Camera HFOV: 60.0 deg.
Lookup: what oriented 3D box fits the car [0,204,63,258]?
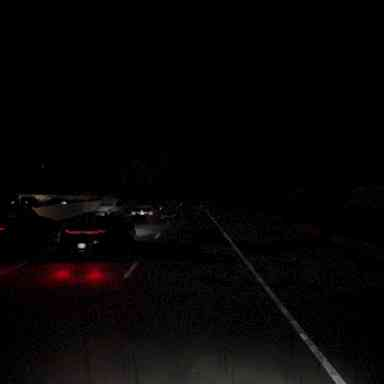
[{"bbox_3d":[-6.958,1.345,12.914,2.097,1.767,4.553,0,0,0],"label":"car"}]

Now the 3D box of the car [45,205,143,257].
[{"bbox_3d":[-3.458,1.484,12.903,2.128,1.511,4.902,0,0,0],"label":"car"}]

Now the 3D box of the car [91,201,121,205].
[{"bbox_3d":[-6.955,1.511,28.706,1.812,1.442,4.674,0,0,0],"label":"car"}]

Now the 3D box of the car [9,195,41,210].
[{"bbox_3d":[-21.524,1.330,43.081,2.097,1.767,4.553,0,0,-5],"label":"car"}]

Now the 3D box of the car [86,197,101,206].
[{"bbox_3d":[-15.957,1.573,54.203,1.895,1.301,4.718,0,0,-11],"label":"car"}]

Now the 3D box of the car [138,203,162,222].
[{"bbox_3d":[-3.479,1.535,25.825,2.033,1.411,5.357,0,0,1],"label":"car"}]

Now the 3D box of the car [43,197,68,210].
[{"bbox_3d":[-18.110,1.483,44.360,1.837,1.490,4.892,0,0,-6],"label":"car"}]
